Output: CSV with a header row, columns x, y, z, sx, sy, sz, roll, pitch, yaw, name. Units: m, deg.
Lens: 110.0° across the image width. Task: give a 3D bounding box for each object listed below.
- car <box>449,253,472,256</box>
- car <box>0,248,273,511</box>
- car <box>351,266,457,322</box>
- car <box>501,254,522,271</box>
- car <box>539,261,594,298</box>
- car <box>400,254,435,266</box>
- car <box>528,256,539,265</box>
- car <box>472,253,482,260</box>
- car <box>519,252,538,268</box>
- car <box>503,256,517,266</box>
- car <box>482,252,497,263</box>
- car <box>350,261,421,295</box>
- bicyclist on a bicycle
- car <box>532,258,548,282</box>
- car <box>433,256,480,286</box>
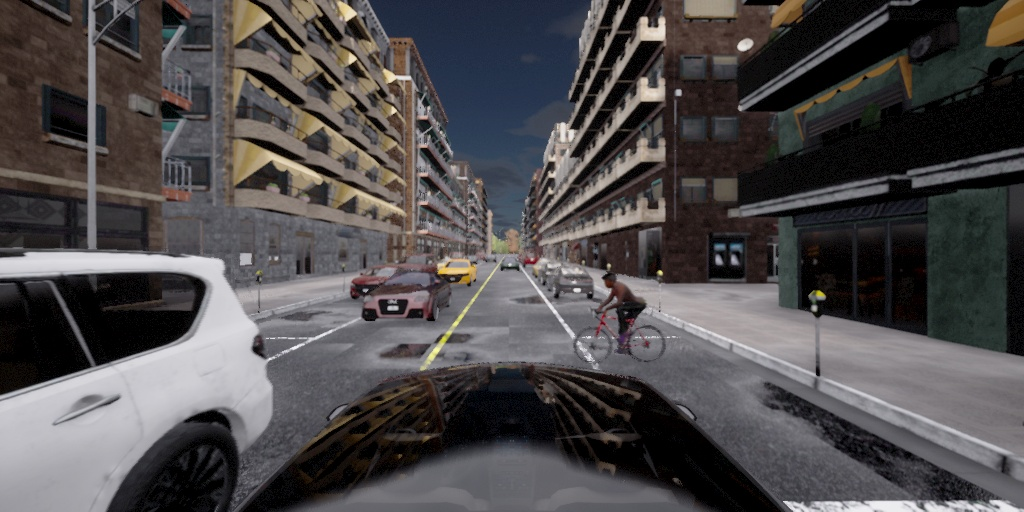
x,y,z,sx,sy,sz,roll,pitch,yaw,name
-6.006,0.555,38.701,2.192,1.841,5.009,0,0,0,car
-3.079,0.989,0.716,2.150,2.045,5.566,0,0,0,car
-3.170,1.178,11.524,1.994,1.385,4.181,0,1,0,car
-0.213,0.808,38.354,1.994,1.385,4.181,0,1,-1,car
2.573,1.094,16.474,2.007,1.370,4.403,0,0,-1,car
-5.857,0.784,22.000,2.192,1.841,5.009,0,0,-1,car
2.473,0.915,27.778,1.751,1.417,4.829,0,0,0,car
-6.155,0.579,55.403,1.948,1.339,4.313,0,0,-1,car
2.325,0.476,44.309,2.192,1.841,5.009,0,0,0,car
-0.324,0.674,50.834,1.895,1.301,4.718,0,1,-1,car
-3.571,0.414,60.989,1.882,1.535,5.008,0,1,0,car
-5.808,1.092,16.433,1.888,1.381,4.507,0,0,0,car
1.916,1.128,6.414,1.656,1.620,0.582,-1,1,-1,bicyclist on a bicycle
2.524,1.017,22.041,2.007,1.370,4.403,0,0,0,car
-3.257,0.946,22.053,1.882,1.535,5.008,0,1,0,car
